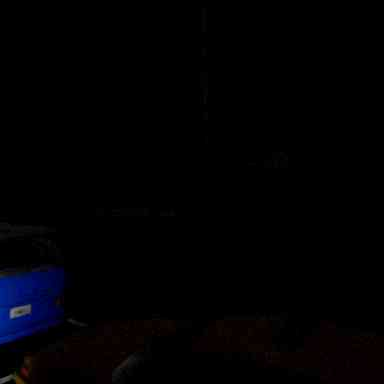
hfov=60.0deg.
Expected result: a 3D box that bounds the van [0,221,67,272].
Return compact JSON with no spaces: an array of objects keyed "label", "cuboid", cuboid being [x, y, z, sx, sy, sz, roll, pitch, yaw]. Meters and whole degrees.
[{"label":"van","cuboid":[-3.785,1.361,5.525,3.998,1.788,1.690,0,-1,36]}]

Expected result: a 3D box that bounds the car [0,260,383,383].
[{"label":"car","cuboid":[0.512,1.528,2.458,4.829,1.417,1.752,0,-1,36]}]
